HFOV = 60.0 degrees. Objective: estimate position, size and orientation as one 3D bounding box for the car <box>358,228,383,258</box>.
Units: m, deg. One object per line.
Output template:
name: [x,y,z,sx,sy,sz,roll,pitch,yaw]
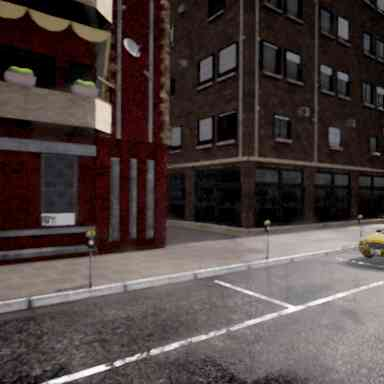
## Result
car: [7.955,1.663,12.233,4.829,1.417,1.752,1,0,-35]
